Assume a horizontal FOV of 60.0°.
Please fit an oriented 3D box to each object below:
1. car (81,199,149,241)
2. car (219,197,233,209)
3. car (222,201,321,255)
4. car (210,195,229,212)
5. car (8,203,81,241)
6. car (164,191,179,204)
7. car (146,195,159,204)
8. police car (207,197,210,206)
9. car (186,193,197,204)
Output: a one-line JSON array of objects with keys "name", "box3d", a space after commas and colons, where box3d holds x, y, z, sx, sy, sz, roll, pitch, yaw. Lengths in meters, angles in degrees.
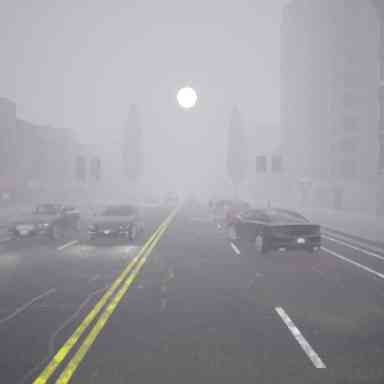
[{"name": "car", "box3d": [-3.380, 1.311, 15.576, 1.837, 1.490, 4.892, 0, 1, 0]}, {"name": "car", "box3d": [3.204, 1.295, 23.032, 1.994, 1.385, 4.181, 0, 1, 0]}, {"name": "car", "box3d": [2.905, 1.318, 12.756, 1.882, 1.535, 5.008, 0, 1, -11]}, {"name": "car", "box3d": [3.181, 1.141, 34.035, 1.882, 1.535, 5.008, 0, 0, 0]}, {"name": "car", "box3d": [-6.631, 1.298, 15.574, 2.128, 1.511, 4.902, 0, 1, 0]}, {"name": "car", "box3d": [-3.426, 0.903, 56.039, 2.150, 2.045, 5.566, 0, 0, 0]}, {"name": "car", "box3d": [-6.679, 1.174, 56.103, 2.128, 1.511, 4.902, 0, 0, 0]}, {"name": "police car", "box3d": [3.158, 1.153, 45.040, 2.038, 1.542, 4.974, 0, 0, 0]}, {"name": "car", "box3d": [-0.114, 1.227, 55.626, 2.033, 1.411, 5.357, 0, 0, 0]}]
